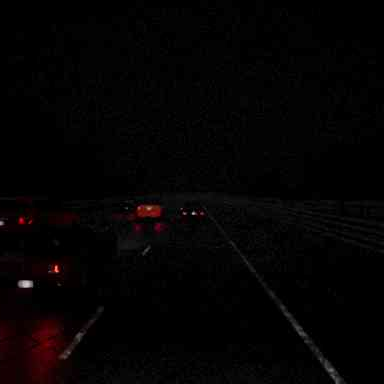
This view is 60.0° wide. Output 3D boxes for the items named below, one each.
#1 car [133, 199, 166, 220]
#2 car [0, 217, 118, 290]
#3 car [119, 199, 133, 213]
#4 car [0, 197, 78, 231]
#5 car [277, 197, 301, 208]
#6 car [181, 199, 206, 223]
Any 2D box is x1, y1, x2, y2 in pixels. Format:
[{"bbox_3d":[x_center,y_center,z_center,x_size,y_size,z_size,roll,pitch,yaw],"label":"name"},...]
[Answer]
[{"bbox_3d":[-3.400,1.363,28.515,2.097,1.767,4.553,0,0,0],"label":"car"},{"bbox_3d":[-3.402,1.600,9.060,1.895,1.301,4.718,0,0,0],"label":"car"},{"bbox_3d":[-6.901,1.507,37.419,1.812,1.442,4.674,0,0,0],"label":"car"},{"bbox_3d":[-6.911,1.222,14.765,2.150,2.045,5.566,0,0,1],"label":"car"},{"bbox_3d":[15.214,1.575,52.538,2.033,1.649,4.856,0,0,-16],"label":"car"},{"bbox_3d":[0.100,1.556,25.807,2.033,1.411,5.357,0,0,0],"label":"car"}]
